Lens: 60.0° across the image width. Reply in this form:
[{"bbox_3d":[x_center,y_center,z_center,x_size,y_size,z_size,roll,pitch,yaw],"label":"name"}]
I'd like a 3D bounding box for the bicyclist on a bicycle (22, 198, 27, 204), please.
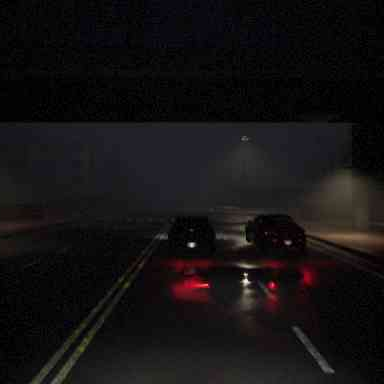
[{"bbox_3d":[-25.300,1.769,50.209,0.582,1.620,1.656,0,0,0],"label":"bicyclist on a bicycle"}]

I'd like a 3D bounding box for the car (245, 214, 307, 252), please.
[{"bbox_3d":[3.498,1.661,14.390,1.812,1.442,4.674,0,0,0],"label":"car"}]

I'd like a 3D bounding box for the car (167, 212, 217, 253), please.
[{"bbox_3d":[-0.003,1.642,14.308,1.837,1.490,4.892,0,0,0],"label":"car"}]
